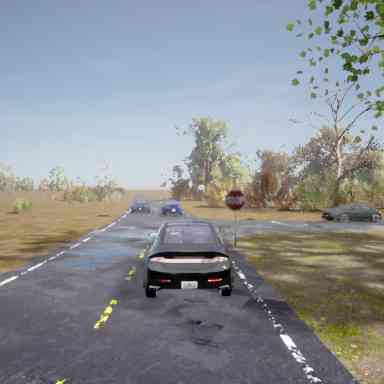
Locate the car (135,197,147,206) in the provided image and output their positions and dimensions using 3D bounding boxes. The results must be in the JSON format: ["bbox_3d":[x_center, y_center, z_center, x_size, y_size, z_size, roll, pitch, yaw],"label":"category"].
[{"bbox_3d":[-8.780,1.551,56.766,1.994,1.385,4.181,0,0,-10],"label":"car"}]

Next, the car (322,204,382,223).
[{"bbox_3d":[12.077,1.594,25.227,4.181,1.385,1.994,0,0,-9],"label":"car"}]

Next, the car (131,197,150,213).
[{"bbox_3d":[-5.597,1.558,36.402,1.994,1.385,4.181,0,0,-8],"label":"car"}]

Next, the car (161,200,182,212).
[{"bbox_3d":[-2.043,1.521,33.173,1.812,1.442,4.674,0,0,-9],"label":"car"}]

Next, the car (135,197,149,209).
[{"bbox_3d":[-7.046,1.516,46.380,1.812,1.442,4.674,0,0,-9],"label":"car"}]

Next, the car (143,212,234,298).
[{"bbox_3d":[-0.106,1.492,8.534,2.128,1.511,4.902,0,0,-1],"label":"car"}]
